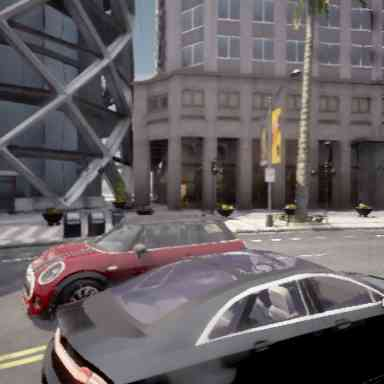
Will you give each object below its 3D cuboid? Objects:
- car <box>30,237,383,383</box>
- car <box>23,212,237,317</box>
[{"bbox_3d":[0.950,1.469,3.858,4.902,1.511,2.128,0,0,-30],"label":"car"},{"bbox_3d":[-0.989,1.305,6.974,4.553,1.767,2.097,0,1,-28],"label":"car"}]
